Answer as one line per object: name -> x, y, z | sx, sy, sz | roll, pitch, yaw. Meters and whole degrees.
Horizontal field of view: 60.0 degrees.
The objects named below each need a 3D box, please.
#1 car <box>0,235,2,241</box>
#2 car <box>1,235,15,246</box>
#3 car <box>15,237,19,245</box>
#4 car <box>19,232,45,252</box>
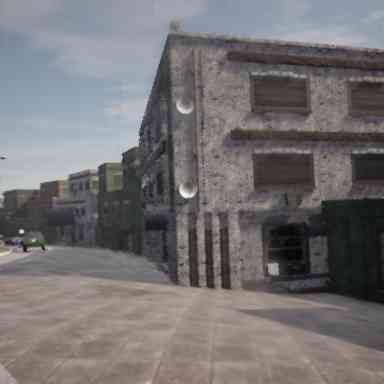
car -> -36.826, 8.793, 62.780 | 4.892, 1.490, 1.837 | -5, -4, 43
car -> -29.885, 8.223, 55.843 | 1.812, 1.442, 4.674 | 0, -5, -45
car -> -23.620, 7.203, 47.697 | 1.837, 1.490, 4.892 | 0, -6, -34
car -> -17.756, 5.529, 37.289 | 2.150, 2.045, 5.566 | -1, -6, -25
